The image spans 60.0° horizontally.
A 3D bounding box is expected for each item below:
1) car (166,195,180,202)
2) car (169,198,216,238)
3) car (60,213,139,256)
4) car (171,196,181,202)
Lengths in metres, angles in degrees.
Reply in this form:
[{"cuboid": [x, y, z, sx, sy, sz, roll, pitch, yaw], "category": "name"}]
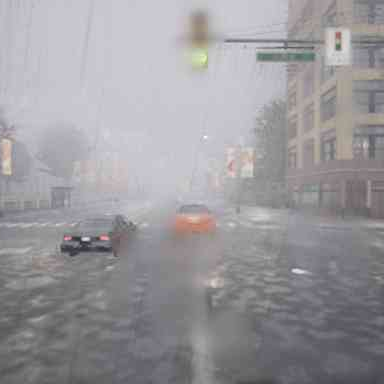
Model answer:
[{"cuboid": [-3.502, 1.642, 64.038, 1.895, 1.301, 4.718, 0, 0, 0], "category": "car"}, {"cuboid": [0.098, 1.363, 17.712, 2.097, 1.767, 4.553, 0, 0, 0], "category": "car"}, {"cuboid": [-3.400, 1.556, 13.160, 2.033, 1.411, 5.357, 0, 0, 0], "category": "car"}, {"cuboid": [-3.501, 1.615, 74.894, 1.895, 1.301, 4.718, 0, 0, 1], "category": "car"}]
